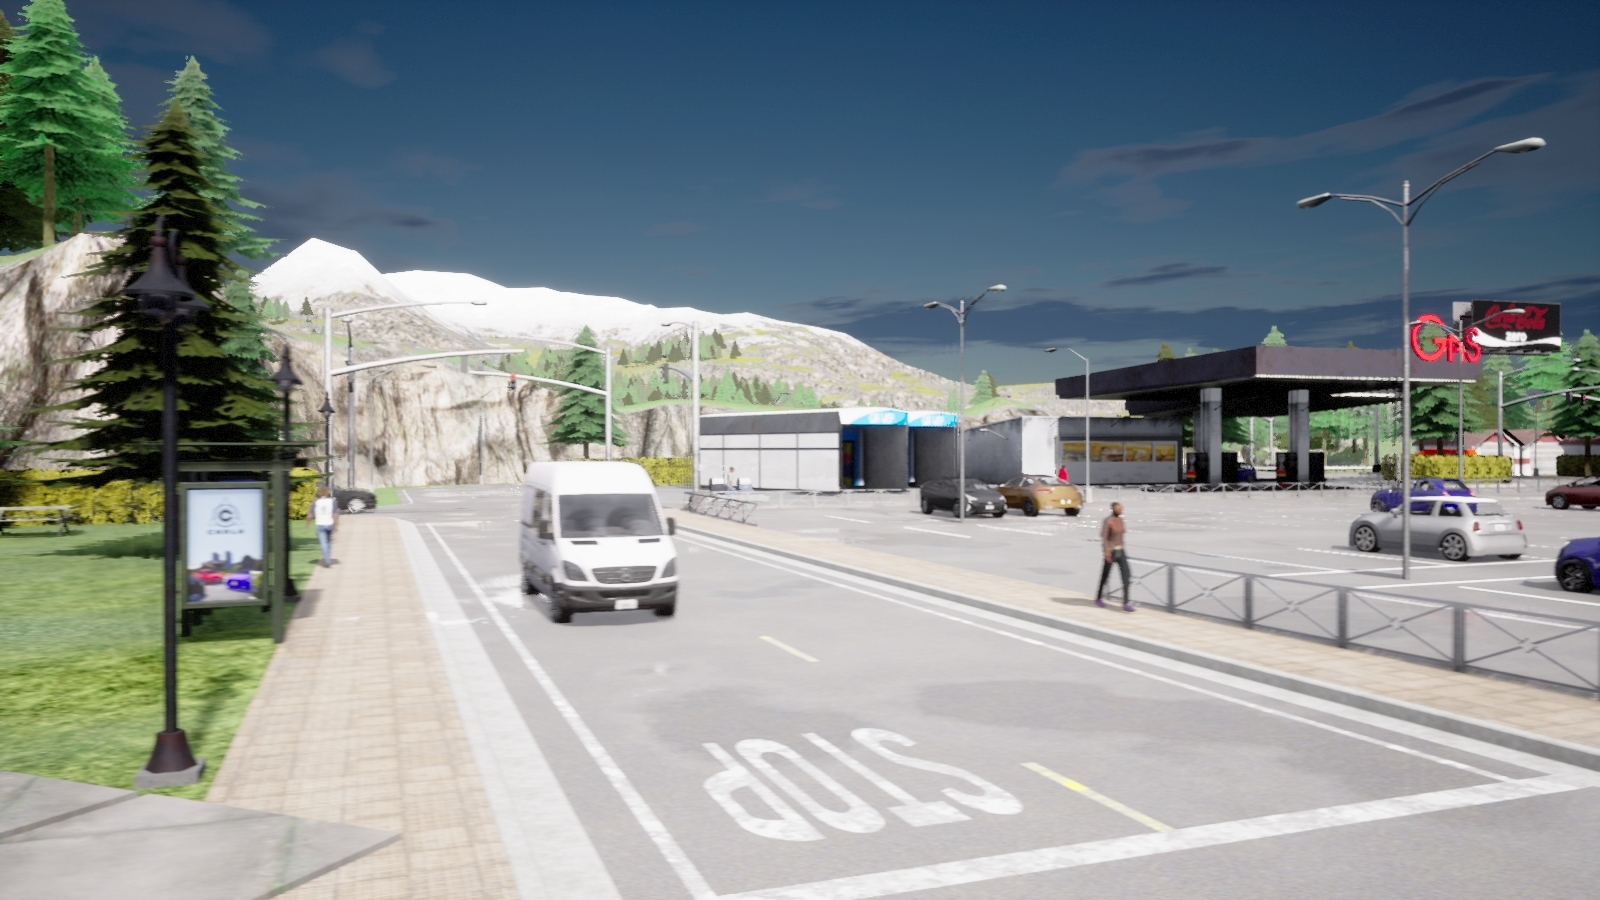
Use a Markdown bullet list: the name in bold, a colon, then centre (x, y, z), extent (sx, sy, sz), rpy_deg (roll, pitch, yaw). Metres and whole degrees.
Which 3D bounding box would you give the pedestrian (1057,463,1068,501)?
- **pedestrian**: centre (12.885, 1.565, 56.059), extent (0.375, 1.860, 0.375), rpy_deg (0, 0, -19)

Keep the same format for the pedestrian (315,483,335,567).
- **pedestrian**: centre (-10.633, 1.666, 25.585), extent (0.375, 1.860, 0.375), rpy_deg (0, 0, -29)

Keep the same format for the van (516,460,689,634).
- **van**: centre (-3.718, 1.499, 20.462), extent (1.988, 2.561, 5.915), rpy_deg (0, 0, -21)

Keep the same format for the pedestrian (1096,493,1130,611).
- **pedestrian**: centre (5.077, 1.645, 18.539), extent (0.375, 1.860, 0.375), rpy_deg (0, 0, -20)

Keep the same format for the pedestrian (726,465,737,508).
- **pedestrian**: centre (-3.022, 1.607, 50.318), extent (0.375, 1.860, 0.375), rpy_deg (0, 0, -21)

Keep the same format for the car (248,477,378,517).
- **car**: centre (-20.696, 1.983, 48.703), extent (5.006, 1.535, 2.097), rpy_deg (0, 0, -23)
